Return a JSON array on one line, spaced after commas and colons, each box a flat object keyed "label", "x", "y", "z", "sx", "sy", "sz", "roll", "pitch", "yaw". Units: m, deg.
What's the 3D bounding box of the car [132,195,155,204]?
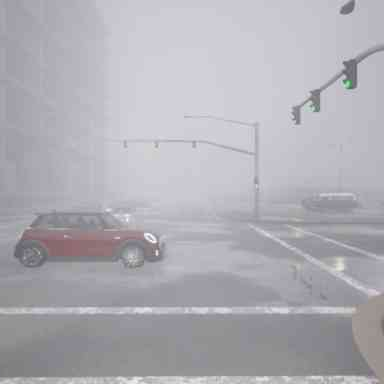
[{"label": "car", "x": -7.281, "y": 1.604, "z": 49.835, "sx": 2.033, "sy": 1.411, "sz": 5.357, "roll": 0, "pitch": 0, "yaw": 0}]

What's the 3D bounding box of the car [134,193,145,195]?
[{"label": "car", "x": -10.654, "y": 1.303, "z": 66.928, "sx": 2.150, "sy": 2.045, "sz": 5.566, "roll": 0, "pitch": 0, "yaw": 1}]

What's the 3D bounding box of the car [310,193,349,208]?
[{"label": "car", "x": 21.607, "y": 1.269, "z": 52.330, "sx": 4.605, "sy": 1.855, "sz": 1.932, "roll": 0, "pitch": 0, "yaw": 0}]

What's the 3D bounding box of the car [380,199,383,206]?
[{"label": "car", "x": 36.814, "y": 1.490, "z": 60.631, "sx": 3.905, "sy": 1.438, "sz": 1.784, "roll": 0, "pitch": 0, "yaw": 0}]

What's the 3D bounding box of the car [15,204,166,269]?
[{"label": "car", "x": -3.135, "y": 1.390, "z": 10.872, "sx": 4.553, "sy": 1.767, "sz": 2.097, "roll": 0, "pitch": 0, "yaw": 0}]

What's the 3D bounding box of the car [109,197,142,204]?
[{"label": "car", "x": -7.316, "y": 1.590, "z": 37.049, "sx": 2.033, "sy": 1.411, "sz": 5.357, "roll": 0, "pitch": 0, "yaw": 0}]

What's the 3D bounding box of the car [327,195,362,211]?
[{"label": "car", "x": 21.603, "y": 1.505, "z": 46.752, "sx": 3.806, "sy": 1.475, "sz": 1.970, "roll": 0, "pitch": 0, "yaw": 0}]

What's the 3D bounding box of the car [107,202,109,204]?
[{"label": "car", "x": -10.785, "y": 1.603, "z": 48.000, "sx": 2.033, "sy": 1.411, "sz": 5.357, "roll": 0, "pitch": 0, "yaw": 0}]

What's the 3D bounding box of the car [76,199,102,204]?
[{"label": "car", "x": -10.825, "y": 1.518, "z": 34.680, "sx": 1.882, "sy": 1.535, "sz": 5.008, "roll": 0, "pitch": 0, "yaw": 0}]

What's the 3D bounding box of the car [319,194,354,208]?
[{"label": "car", "x": 21.631, "y": 1.477, "z": 49.646, "sx": 3.905, "sy": 1.438, "sz": 1.784, "roll": 0, "pitch": 0, "yaw": 0}]

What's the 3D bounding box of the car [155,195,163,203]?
[{"label": "car", "x": -7.131, "y": 1.438, "z": 68.921, "sx": 2.097, "sy": 1.767, "sz": 4.553, "roll": 0, "pitch": 0, "yaw": 0}]
